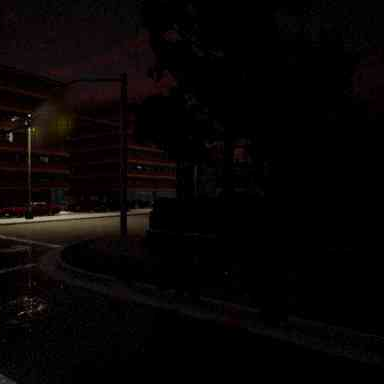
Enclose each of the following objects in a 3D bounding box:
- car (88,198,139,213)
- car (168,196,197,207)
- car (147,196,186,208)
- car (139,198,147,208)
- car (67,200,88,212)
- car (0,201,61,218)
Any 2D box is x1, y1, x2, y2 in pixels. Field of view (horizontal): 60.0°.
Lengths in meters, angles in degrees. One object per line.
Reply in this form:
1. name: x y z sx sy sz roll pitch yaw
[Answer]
1. car: -8.741 1.476 37.373 1.882 1.535 5.008 0 0 36
2. car: -1.408 1.492 53.402 2.128 1.511 4.902 0 0 36
3. car: -3.418 1.352 44.701 2.097 1.767 4.553 0 0 36
4. car: -7.306 1.564 45.296 1.994 1.385 4.181 0 0 36
5. car: -12.209 1.562 38.525 1.994 1.385 4.181 0 0 37
6. car: -14.274 1.601 29.772 1.895 1.301 4.718 0 0 33
